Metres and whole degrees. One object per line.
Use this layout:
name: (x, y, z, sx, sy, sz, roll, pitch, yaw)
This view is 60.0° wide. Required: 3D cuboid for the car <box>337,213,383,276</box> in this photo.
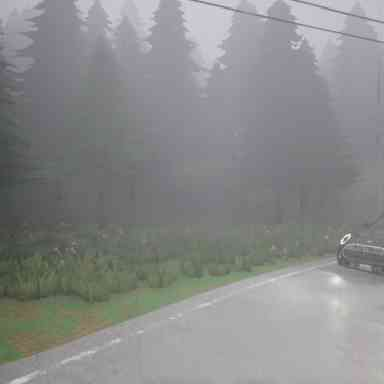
car: (6.307, 1.320, 9.641, 4.553, 1.767, 2.097, 0, 0, -32)
